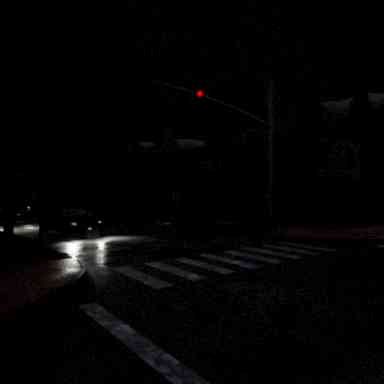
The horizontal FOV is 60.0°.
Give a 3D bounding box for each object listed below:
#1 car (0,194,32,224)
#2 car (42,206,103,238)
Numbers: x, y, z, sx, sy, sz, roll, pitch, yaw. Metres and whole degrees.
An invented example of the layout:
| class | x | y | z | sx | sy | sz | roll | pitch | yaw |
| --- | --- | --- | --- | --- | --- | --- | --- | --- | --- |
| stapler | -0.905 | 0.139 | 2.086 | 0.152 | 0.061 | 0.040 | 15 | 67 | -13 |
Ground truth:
| class | x | y | z | sx | sy | sz | roll | pitch | yaw |
| --- | --- | --- | --- | --- | --- | --- | --- | --- | --- |
| car | -14.074 | 1.193 | 24.609 | 5.566 | 2.045 | 2.150 | 0 | 0 | 38 |
| car | -6.512 | 1.487 | 17.706 | 1.812 | 1.442 | 4.674 | 0 | 0 | -43 |
